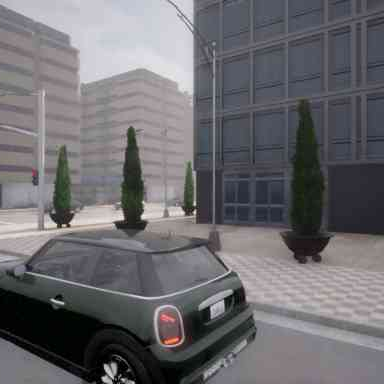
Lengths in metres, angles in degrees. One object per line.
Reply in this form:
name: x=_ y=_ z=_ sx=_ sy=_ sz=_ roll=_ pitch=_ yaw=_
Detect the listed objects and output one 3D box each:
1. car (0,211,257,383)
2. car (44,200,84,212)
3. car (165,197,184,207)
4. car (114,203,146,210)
car: x=-1.439 y=1.352 z=5.018 sx=4.553 sy=1.767 sz=2.097 roll=0 pitch=0 yaw=35
car: x=-14.062 y=1.560 z=35.955 sx=1.837 sy=1.490 sz=4.892 roll=0 pitch=0 yaw=35
car: x=-2.220 y=1.560 z=52.716 sx=1.837 sy=1.490 sz=4.892 roll=0 pitch=0 yaw=35
car: x=-8.168 y=1.581 z=44.296 sx=1.812 sy=1.442 sz=4.674 roll=0 pitch=0 yaw=35
